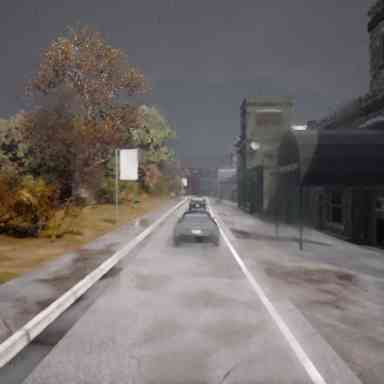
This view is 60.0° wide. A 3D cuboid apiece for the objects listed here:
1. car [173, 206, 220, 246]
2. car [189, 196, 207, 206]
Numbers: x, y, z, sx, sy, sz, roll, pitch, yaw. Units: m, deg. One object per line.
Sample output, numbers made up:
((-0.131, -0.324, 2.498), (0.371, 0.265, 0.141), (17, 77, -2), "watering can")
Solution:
((0.207, 1.555, 15.307), (1.994, 1.385, 4.181), (0, 0, 1), "car")
((0.627, 1.200, 36.247), (1.812, 1.442, 4.674), (0, 1, 2), "car")
